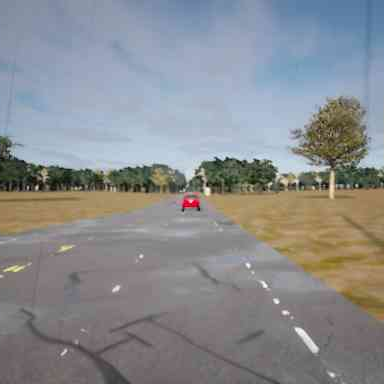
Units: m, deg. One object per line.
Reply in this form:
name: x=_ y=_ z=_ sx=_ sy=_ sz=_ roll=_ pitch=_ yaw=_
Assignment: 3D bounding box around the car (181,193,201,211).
car: x=-0.125 y=1.209 z=41.062 sx=2.150 sy=2.045 sz=5.566 roll=0 pitch=0 yaw=0
